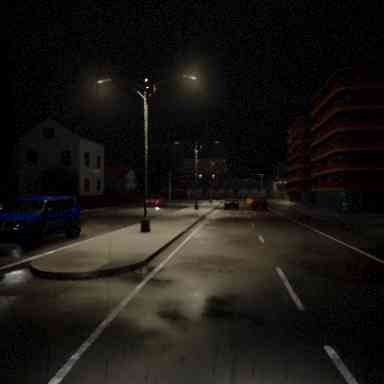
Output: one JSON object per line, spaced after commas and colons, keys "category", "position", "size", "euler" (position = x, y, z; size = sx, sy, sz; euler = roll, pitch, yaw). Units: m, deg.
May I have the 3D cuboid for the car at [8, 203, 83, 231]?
{"category": "car", "position": [-9.371, 1.528, 21.920], "size": [2.033, 1.411, 5.357], "euler": [0, 0, 7]}

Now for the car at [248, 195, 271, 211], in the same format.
{"category": "car", "position": [8.577, 1.551, 42.429], "size": [1.882, 1.535, 5.008], "euler": [0, 0, 7]}

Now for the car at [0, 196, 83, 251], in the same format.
{"category": "car", "position": [-6.796, 1.206, 14.508], "size": [2.150, 2.045, 5.566], "euler": [0, 0, 8]}

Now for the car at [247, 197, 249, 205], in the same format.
{"category": "car", "position": [10.671, 1.575, 58.869], "size": [1.882, 1.535, 5.008], "euler": [0, 0, 7]}

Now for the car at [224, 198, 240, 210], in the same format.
{"category": "car", "position": [5.199, 1.552, 43.587], "size": [2.128, 1.511, 4.902], "euler": [0, 0, 7]}

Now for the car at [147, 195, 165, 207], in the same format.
{"category": "car", "position": [-5.595, 1.372, 50.684], "size": [2.097, 1.767, 4.553], "euler": [0, 0, 7]}

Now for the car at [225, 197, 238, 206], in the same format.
{"category": "car", "position": [6.661, 1.642, 55.815], "size": [1.994, 1.385, 4.181], "euler": [0, 0, 7]}
